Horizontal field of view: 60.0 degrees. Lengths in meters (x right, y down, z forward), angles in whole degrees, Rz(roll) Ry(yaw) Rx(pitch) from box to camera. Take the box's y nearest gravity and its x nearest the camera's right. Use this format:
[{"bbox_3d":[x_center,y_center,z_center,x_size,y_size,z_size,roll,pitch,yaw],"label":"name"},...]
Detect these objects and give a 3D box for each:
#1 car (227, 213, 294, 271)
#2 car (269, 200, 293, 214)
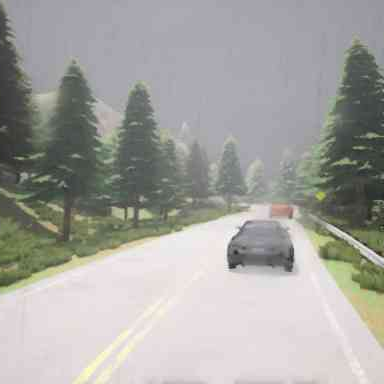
[{"bbox_3d":[2.385,1.640,11.368,1.994,1.385,4.181,0,-1,14],"label":"car"},{"bbox_3d":[8.988,1.616,33.270,2.097,1.767,4.553,-1,-1,19],"label":"car"}]
